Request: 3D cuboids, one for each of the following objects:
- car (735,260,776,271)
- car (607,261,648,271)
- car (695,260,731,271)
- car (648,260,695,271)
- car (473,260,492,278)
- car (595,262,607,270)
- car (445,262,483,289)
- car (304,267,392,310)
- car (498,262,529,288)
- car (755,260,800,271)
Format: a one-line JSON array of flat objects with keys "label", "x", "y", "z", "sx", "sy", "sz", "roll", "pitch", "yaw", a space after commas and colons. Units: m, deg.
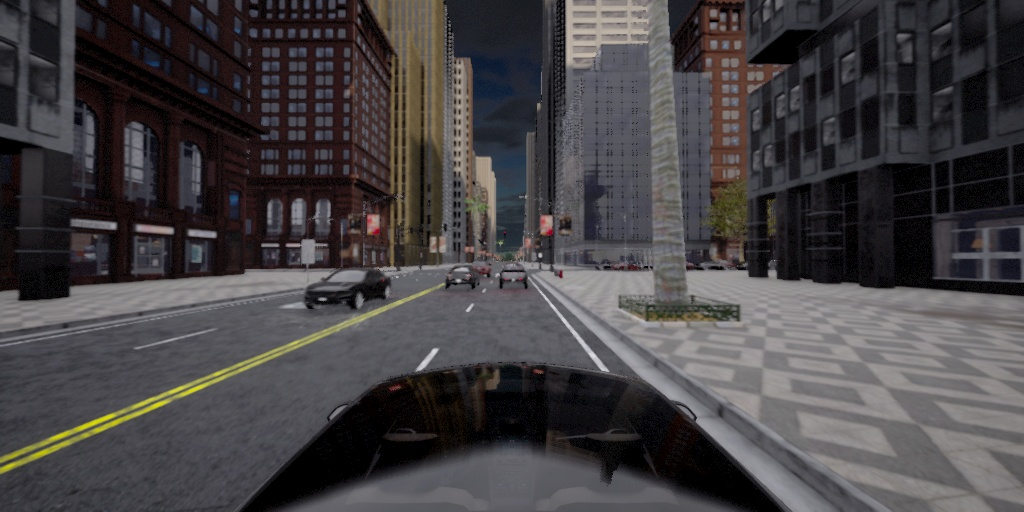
[{"label": "car", "x": 32.223, "y": 1.365, "z": 47.942, "sx": 4.313, "sy": 1.339, "sz": 1.948, "roll": 0, "pitch": 0, "yaw": -1}, {"label": "car", "x": 15.310, "y": 1.432, "z": 47.678, "sx": 4.207, "sy": 1.307, "sz": 1.802, "roll": 0, "pitch": 0, "yaw": -1}, {"label": "car", "x": 26.585, "y": 1.381, "z": 47.854, "sx": 4.313, "sy": 1.339, "sz": 1.948, "roll": 0, "pitch": 0, "yaw": -1}, {"label": "car", "x": 20.948, "y": 1.145, "z": 47.766, "sx": 5.009, "sy": 1.841, "sz": 2.192, "roll": 0, "pitch": 0, "yaw": -1}, {"label": "car", "x": -3.154, "y": 1.214, "z": 36.114, "sx": 2.097, "sy": 1.767, "sz": 4.553, "roll": 0, "pitch": 0, "yaw": 0}, {"label": "car", "x": 15.178, "y": 1.539, "z": 56.201, "sx": 4.313, "sy": 1.339, "sz": 1.948, "roll": 0, "pitch": 0, "yaw": -1}, {"label": "car", "x": -3.154, "y": 1.319, "z": 23.419, "sx": 1.812, "sy": 1.442, "sz": 4.674, "roll": 0, "pitch": -1, "yaw": 0}, {"label": "car", "x": -6.601, "y": 1.243, "z": 14.984, "sx": 1.882, "sy": 1.535, "sz": 5.008, "roll": 0, "pitch": 0, "yaw": 0}, {"label": "car", "x": 0.096, "y": 1.289, "z": 24.391, "sx": 2.128, "sy": 1.511, "sz": 4.902, "roll": 0, "pitch": 0, "yaw": 0}, {"label": "car", "x": 37.497, "y": 1.345, "z": 50.703, "sx": 4.892, "sy": 1.490, "sz": 1.837, "roll": 0, "pitch": -1, "yaw": -1}]
